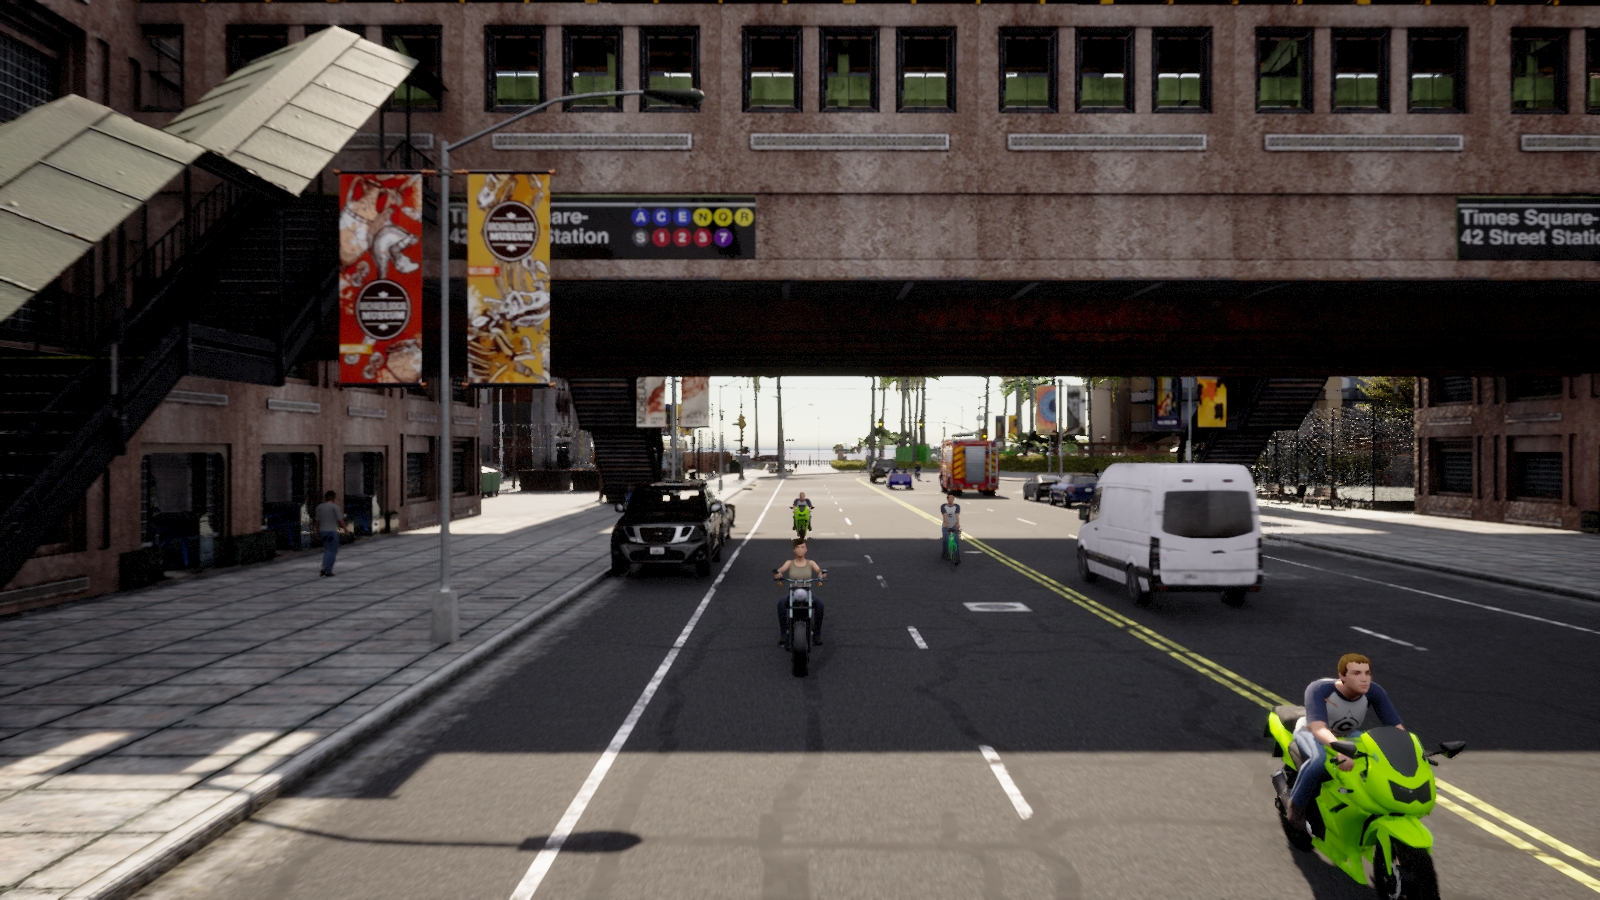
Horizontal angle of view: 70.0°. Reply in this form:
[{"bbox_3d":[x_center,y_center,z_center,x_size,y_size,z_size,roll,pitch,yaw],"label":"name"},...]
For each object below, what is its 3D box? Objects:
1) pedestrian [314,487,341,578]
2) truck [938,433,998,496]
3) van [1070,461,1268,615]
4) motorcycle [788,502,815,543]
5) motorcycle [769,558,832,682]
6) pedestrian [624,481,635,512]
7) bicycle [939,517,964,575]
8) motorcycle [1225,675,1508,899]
[{"bbox_3d":[-9.813,1.697,23.743,0.375,1.860,0.375,0,0,5],"label":"pedestrian"},{"bbox_3d":[10.685,0.889,73.435,2.891,3.827,8.468,0,0,2],"label":"truck"},{"bbox_3d":[7.001,1.534,22.472,1.988,2.561,5.915,0,0,0],"label":"van"},{"bbox_3d":[0.064,2.213,35.100,0.803,1.145,2.033,0,0,1],"label":"motorcycle"},{"bbox_3d":[0.002,2.170,15.002,0.764,1.277,2.356,0,0,0],"label":"motorcycle"},{"bbox_3d":[-7.277,1.976,48.824,0.375,1.300,0.375,0,0,6],"label":"pedestrian"},{"bbox_3d":[3.520,2.206,26.588,0.373,1.196,1.643,0,0,0],"label":"bicycle"},{"bbox_3d":[3.501,2.213,7.313,0.803,1.145,2.033,0,0,0],"label":"motorcycle"}]
